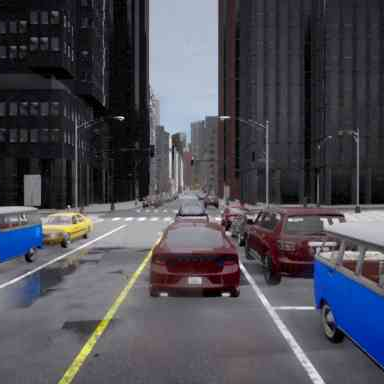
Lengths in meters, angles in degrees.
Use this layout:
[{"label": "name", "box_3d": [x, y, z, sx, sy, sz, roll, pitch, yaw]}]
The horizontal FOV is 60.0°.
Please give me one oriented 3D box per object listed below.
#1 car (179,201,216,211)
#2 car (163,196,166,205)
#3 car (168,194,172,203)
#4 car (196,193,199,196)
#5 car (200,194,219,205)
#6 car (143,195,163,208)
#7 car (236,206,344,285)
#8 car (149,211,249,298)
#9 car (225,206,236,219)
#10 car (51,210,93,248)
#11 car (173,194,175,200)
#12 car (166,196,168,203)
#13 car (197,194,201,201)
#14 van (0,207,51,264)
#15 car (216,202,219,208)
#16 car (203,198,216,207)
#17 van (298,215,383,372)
[{"label": "car", "box_3d": [-0.009, 1.492, 18.998, 2.128, 1.511, 4.902, 0, 0, 0]}, {"label": "car", "box_3d": [-5.798, 1.338, 53.139, 2.192, 1.841, 5.009, 0, 0, 0]}, {"label": "car", "box_3d": [-5.807, 1.614, 70.069, 1.947, 1.339, 4.313, 0, 0, 0]}, {"label": "car", "box_3d": [2.705, 1.667, 92.642, 1.947, 1.339, 4.313, 0, 0, 0]}, {"label": "car", "box_3d": [2.730, 1.332, 47.491, 2.192, 1.841, 5.009, 0, 0, 0]}, {"label": "car", "box_3d": [-5.794, 1.332, 47.496, 2.192, 1.841, 5.009, 0, 0, 0]}, {"label": "car", "box_3d": [2.756, 1.314, 9.400, 2.192, 1.841, 5.009, 0, 0, 0]}, {"label": "car", "box_3d": [0.062, 1.477, 8.589, 1.882, 1.535, 5.008, 0, 0, 0]}, {"label": "car", "box_3d": [2.752, 1.551, 14.925, 2.008, 1.369, 4.403, 0, 0, 0]}, {"label": "car", "box_3d": [-5.775, 1.525, 14.761, 1.752, 1.417, 4.829, 0, 0, 0]}, {"label": "car", "box_3d": [-5.814, 1.618, 81.355, 1.887, 1.381, 4.507, 0, 0, 0]}, {"label": "car", "box_3d": [-5.800, 1.595, 58.782, 1.947, 1.339, 4.313, 0, 0, 0]}, {"label": "car", "box_3d": [2.708, 1.632, 86.997, 1.887, 1.381, 4.507, 0, 0, 0]}, {"label": "van", "box_3d": [-5.774, 1.340, 9.407, 1.690, 1.788, 3.998, 0, 0, 0]}, {"label": "car", "box_3d": [2.748, 1.546, 20.450, 1.887, 1.381, 4.507, 0, 0, 0]}, {"label": "car", "box_3d": [2.728, 1.588, 53.135, 1.947, 1.339, 4.313, 0, 0, 0]}, {"label": "van", "box_3d": [2.761, 1.341, 3.874, 1.690, 1.788, 3.998, 0, 0, 0]}]
